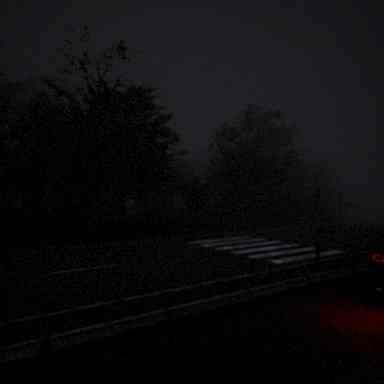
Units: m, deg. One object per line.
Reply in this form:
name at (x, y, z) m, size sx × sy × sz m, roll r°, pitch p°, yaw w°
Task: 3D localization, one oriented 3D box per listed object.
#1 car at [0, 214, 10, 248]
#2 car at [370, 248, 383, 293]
car at (-9.254, 1.562, 14.610) m, size 2.231 × 1.521 × 4.892 m, roll 0°, pitch 0°, yaw -35°
car at (6.038, 1.494, 7.409) m, size 5.008 × 1.535 × 1.882 m, roll 0°, pitch 0°, yaw -32°
